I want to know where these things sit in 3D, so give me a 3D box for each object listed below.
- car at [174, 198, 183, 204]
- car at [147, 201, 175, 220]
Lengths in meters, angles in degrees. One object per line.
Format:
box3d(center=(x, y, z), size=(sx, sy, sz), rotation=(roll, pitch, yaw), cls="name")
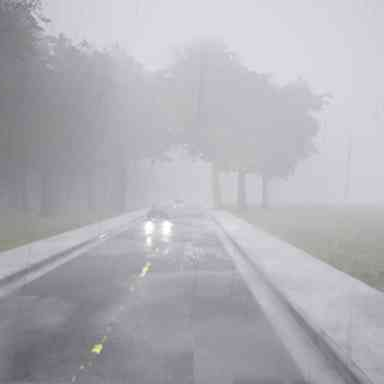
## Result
box3d(center=(-2.779, 1.854, 70.101), size=(1.895, 1.301, 4.718), rotation=(0, 0, 0), cls="car")
box3d(center=(-2.861, 1.727, 29.668), size=(1.895, 1.301, 4.718), rotation=(0, 0, 0), cls="car")
